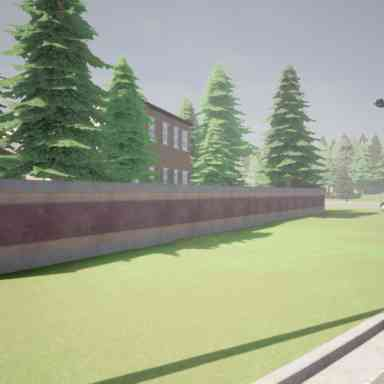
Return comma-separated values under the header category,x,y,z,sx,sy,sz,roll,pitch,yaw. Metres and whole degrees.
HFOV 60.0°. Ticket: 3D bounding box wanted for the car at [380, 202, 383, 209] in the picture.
category,x,y,z,sx,sy,sz,roll,pitch,yaw
car,25.199,1.504,40.693,1.837,1.490,4.892,0,0,-6
